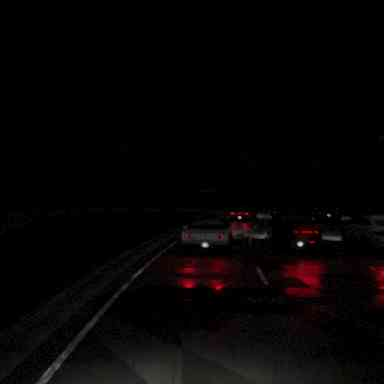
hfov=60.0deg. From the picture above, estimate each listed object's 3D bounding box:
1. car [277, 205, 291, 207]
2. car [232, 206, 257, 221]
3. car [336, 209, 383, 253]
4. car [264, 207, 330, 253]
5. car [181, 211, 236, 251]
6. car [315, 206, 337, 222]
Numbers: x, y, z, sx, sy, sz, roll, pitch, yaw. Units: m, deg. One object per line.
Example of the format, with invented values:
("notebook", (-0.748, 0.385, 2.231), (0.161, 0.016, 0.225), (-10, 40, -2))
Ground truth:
("car", (8.102, 1.845, 29.324), (1.994, 1.385, 4.181), (0, -1, 17))
("car", (4.753, 1.891, 30.288), (1.895, 1.301, 4.718), (0, -1, 18))
("car", (7.808, 1.661, 14.070), (1.812, 1.442, 4.674), (0, 0, 9))
("car", (4.331, 1.647, 14.506), (1.837, 1.490, 4.892), (0, 0, 9))
("car", (0.830, 1.743, 14.834), (1.895, 1.301, 4.718), (0, -1, 9))
("car", (11.397, 1.834, 28.144), (1.994, 1.385, 4.181), (0, -1, 17))
